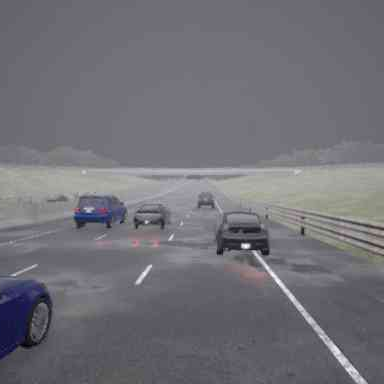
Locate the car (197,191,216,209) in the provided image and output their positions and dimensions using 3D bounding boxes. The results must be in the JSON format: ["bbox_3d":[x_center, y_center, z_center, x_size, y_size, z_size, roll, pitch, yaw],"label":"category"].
[{"bbox_3d":[1.895,1.120,43.769,2.150,2.045,5.566,0,1,4],"label":"car"}]

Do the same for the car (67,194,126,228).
[{"bbox_3d":[-5.937,1.230,22.154,2.150,2.045,5.566,0,0,2],"label":"car"}]

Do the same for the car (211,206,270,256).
[{"bbox_3d":[1.836,1.504,13.175,1.837,1.490,4.892,0,0,2],"label":"car"}]

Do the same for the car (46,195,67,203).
[{"bbox_3d":[-22.314,1.211,55.043,1.882,1.535,5.008,0,1,3],"label":"car"}]

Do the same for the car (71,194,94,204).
[{"bbox_3d":[-18.721,1.178,57.224,2.128,1.511,4.902,0,1,3],"label":"car"}]

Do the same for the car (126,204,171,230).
[{"bbox_3d":[-2.465,1.499,21.396,2.128,1.511,4.902,0,0,2],"label":"car"}]

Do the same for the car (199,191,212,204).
[{"bbox_3d":[2.346,0.897,56.826,2.150,2.045,5.566,0,1,2],"label":"car"}]

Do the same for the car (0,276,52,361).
[{"bbox_3d":[-3.183,1.523,3.354,1.812,1.442,4.674,0,0,2],"label":"car"}]
